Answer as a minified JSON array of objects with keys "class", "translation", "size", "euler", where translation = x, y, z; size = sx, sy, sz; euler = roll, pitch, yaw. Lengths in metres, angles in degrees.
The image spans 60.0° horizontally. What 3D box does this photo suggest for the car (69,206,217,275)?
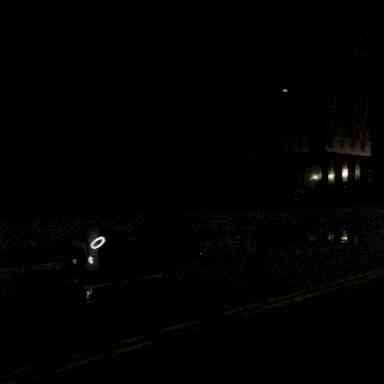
[{"class":"car","translation":[-1.452,1.353,10.633],"size":[4.553,1.767,2.097],"euler":[0,0,-36]}]
